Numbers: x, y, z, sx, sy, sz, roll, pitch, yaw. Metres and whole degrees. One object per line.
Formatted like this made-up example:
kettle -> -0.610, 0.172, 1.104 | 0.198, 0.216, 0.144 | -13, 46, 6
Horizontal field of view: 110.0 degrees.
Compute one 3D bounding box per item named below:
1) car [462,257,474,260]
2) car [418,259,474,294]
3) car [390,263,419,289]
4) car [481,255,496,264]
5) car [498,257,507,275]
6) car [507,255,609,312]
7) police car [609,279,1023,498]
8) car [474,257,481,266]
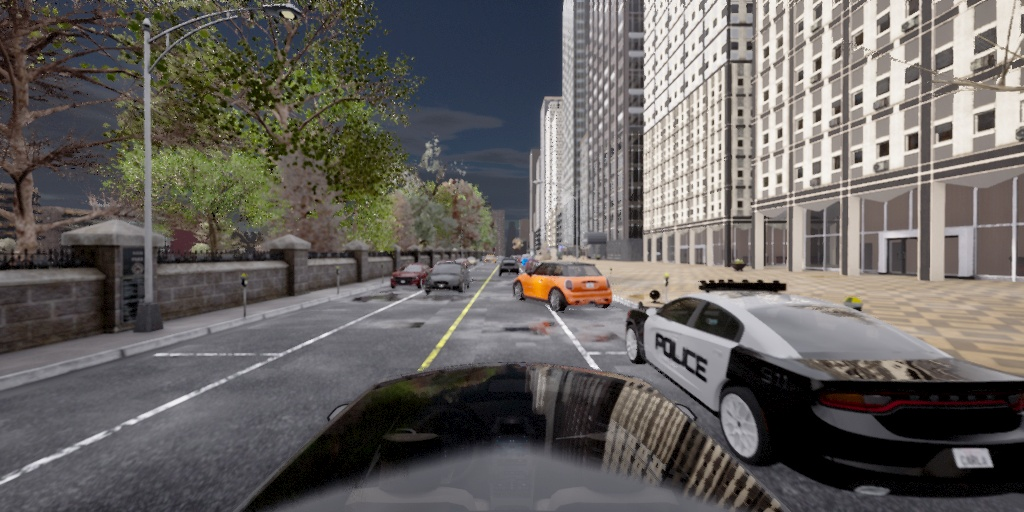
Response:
car -> -6.148, 0.919, 44.093 | 1.888, 1.381, 4.507 | 0, 0, -1
car -> -3.282, 1.098, 18.908 | 1.837, 1.490, 4.892 | 0, 1, -1
car -> -5.904, 1.116, 21.567 | 1.888, 1.381, 4.507 | 0, 0, -1
car -> -3.637, 0.521, 60.609 | 1.882, 1.535, 5.008 | 0, 0, -1
car -> -0.256, 0.971, 33.157 | 1.837, 1.490, 4.892 | 0, 1, 0
car -> 1.751, 0.988, 13.905 | 2.097, 1.767, 4.553 | 0, 0, -24
police car -> 3.102, 1.142, 5.020 | 1.930, 1.638, 5.238 | 0, 1, -1
car -> -6.269, 0.806, 55.187 | 1.751, 1.417, 4.829 | 0, 0, -1
